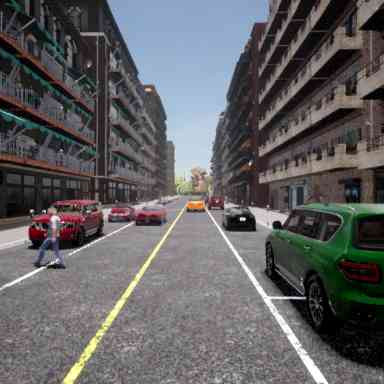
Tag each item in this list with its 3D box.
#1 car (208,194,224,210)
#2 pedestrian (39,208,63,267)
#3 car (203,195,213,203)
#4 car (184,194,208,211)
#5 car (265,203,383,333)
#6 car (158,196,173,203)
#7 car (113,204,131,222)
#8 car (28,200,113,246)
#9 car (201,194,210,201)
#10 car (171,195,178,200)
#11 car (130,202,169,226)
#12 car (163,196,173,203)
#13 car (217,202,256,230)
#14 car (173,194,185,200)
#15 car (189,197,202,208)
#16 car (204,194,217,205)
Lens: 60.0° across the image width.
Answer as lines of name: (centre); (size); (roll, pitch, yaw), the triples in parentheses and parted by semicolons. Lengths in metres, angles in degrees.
car: (3.094, 1.332, 43.144); (2.192, 1.841, 5.009); (1, 0, 1)
pedestrian: (-4.173, 1.297, 9.850); (0.375, 1.860, 0.375); (1, -1, -2)
car: (3.346, 1.473, 70.983); (1.967, 1.590, 4.097); (1, 0, 1)
car: (0.458, 1.369, 40.018); (2.097, 1.767, 4.553); (0, 0, 1)
car: (3.062, 1.227, 6.901); (2.150, 2.045, 5.566); (0, 0, 1)
car: (-5.136, 1.577, 59.956); (2.008, 1.369, 4.403); (1, 0, 1)
car: (-5.440, 1.591, 26.550); (1.802, 1.307, 4.206); (1, 0, 1)
car: (-5.538, 1.320, 15.415); (2.192, 1.841, 5.009); (1, 0, 1)
car: (3.500, 1.361, 87.686); (2.192, 1.841, 5.009); (1, 0, 1)
car: (-4.833, 1.575, 93.192); (1.752, 1.417, 4.829); (1, 0, 1)
car: (-2.885, 1.609, 23.874); (1.895, 1.301, 4.718); (0, 0, 1)
car: (-5.036, 1.558, 70.923); (1.752, 1.417, 4.829); (1, 0, 1)
car: (2.889, 1.573, 20.873); (1.947, 1.339, 4.313); (1, 0, 1)
car: (-2.413, 0.999, 64.686); (2.097, 1.767, 4.553); (0, 0, 1)
car: (0.536, 1.498, 49.643); (1.882, 1.535, 5.008); (0, 0, 1)
car: (3.247, 1.341, 59.847); (2.192, 1.841, 5.009); (1, 0, 1)
